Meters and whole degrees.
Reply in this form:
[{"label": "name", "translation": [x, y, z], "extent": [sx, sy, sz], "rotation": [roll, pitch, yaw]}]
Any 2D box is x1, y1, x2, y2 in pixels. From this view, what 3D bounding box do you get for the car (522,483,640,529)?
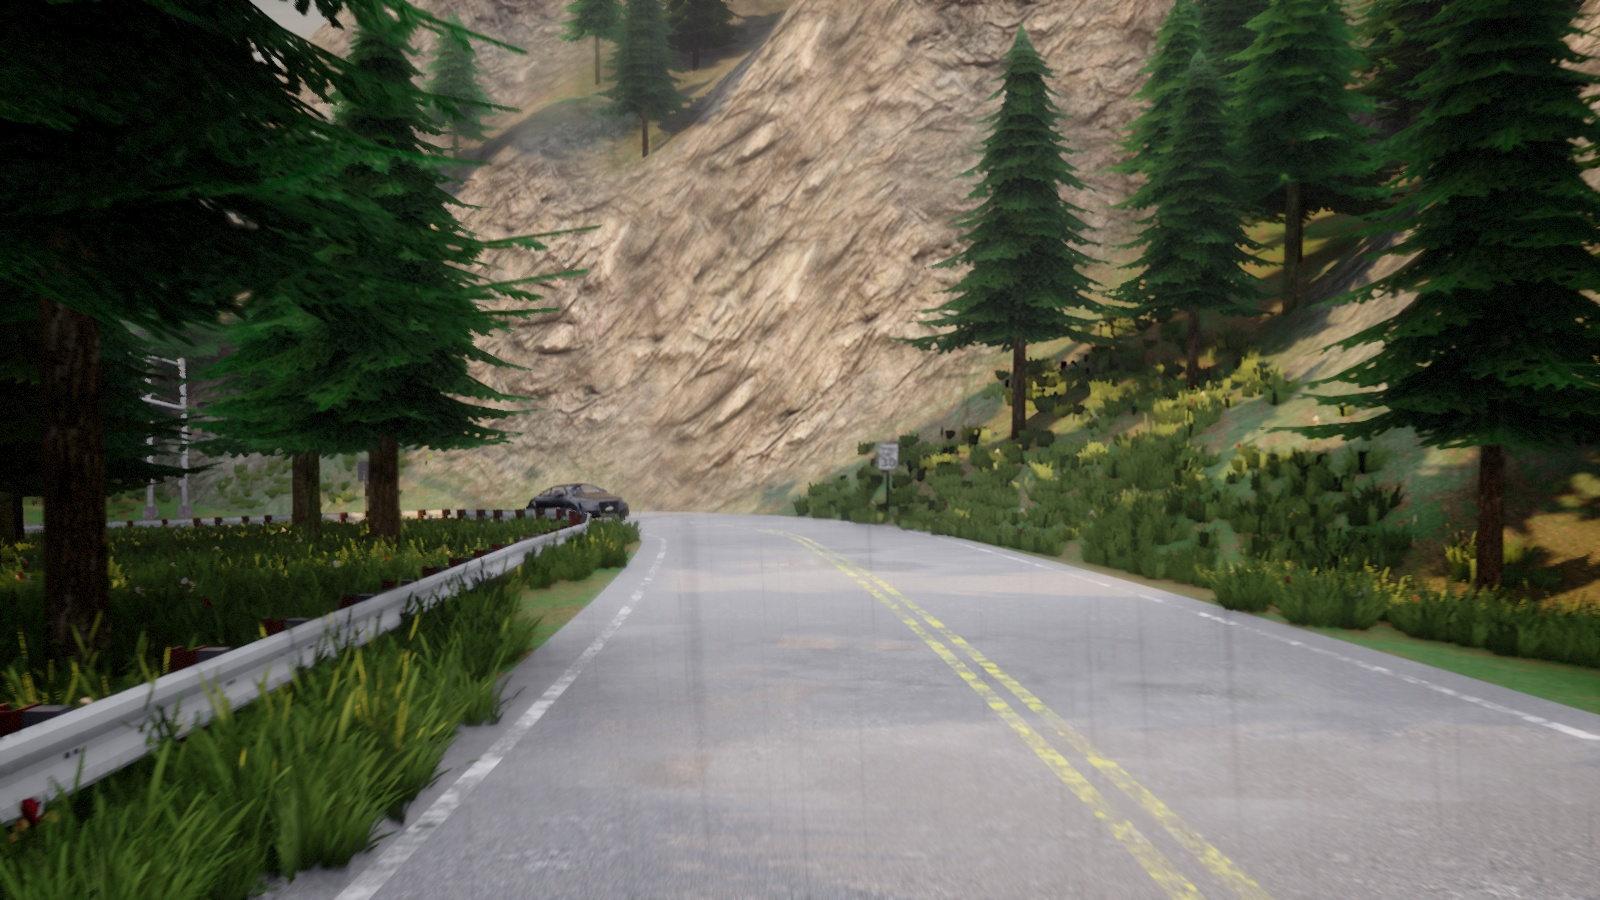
[{"label": "car", "translation": [-7.508, 1.909, 42.808], "extent": [1.994, 1.385, 4.181], "rotation": [-3, -1, -42]}]
